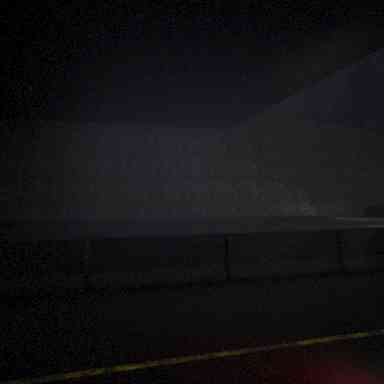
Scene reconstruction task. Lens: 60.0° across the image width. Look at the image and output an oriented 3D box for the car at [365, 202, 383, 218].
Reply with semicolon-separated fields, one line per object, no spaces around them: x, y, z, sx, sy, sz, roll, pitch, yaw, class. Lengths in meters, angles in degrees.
17.833;1.484;29.580;5.008;1.535;1.882;0;0;-16;car
